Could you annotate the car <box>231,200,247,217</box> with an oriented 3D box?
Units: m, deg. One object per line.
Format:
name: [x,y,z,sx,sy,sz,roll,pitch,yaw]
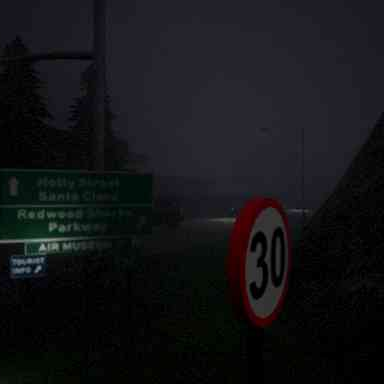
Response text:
car: [5.630,1.533,32.547,2.097,1.767,4.553,0,0,36]

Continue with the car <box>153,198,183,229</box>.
car: [-2.836,1.401,20.887,2.150,2.045,5.566,0,0,36]

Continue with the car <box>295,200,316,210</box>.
car: [15.935,1.765,46.595,1.994,1.385,4.181,0,0,36]
